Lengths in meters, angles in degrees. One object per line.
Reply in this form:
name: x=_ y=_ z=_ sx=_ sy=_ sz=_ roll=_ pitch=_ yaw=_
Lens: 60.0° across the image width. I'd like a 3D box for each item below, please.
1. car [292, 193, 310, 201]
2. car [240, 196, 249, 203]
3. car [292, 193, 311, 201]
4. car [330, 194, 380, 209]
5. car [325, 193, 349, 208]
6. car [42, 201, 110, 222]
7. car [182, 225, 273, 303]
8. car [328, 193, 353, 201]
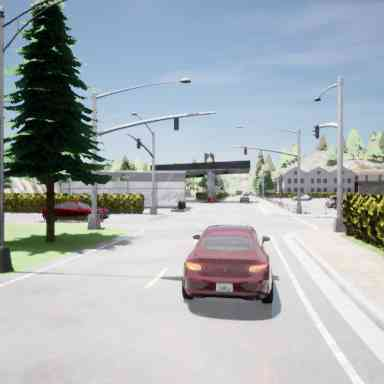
car: x=24.846 y=1.353 z=75.796 sx=3.806 sy=1.475 sz=1.970 roll=0 pitch=0 yaw=9
car: x=10.767 y=1.482 z=67.829 sx=2.128 sy=1.511 sz=4.902 roll=0 pitch=0 yaw=10
car: x=25.974 y=1.068 z=78.982 sx=3.866 sy=1.878 sz=1.905 roll=0 pitch=0 yaw=9
car: x=19.053 y=1.335 z=38.853 sx=4.514 sy=1.523 sz=2.007 roll=0 pitch=0 yaw=9
car: x=19.495 y=1.326 z=41.959 sx=5.027 sy=1.636 sz=2.152 roll=0 pitch=0 yaw=9
car: x=-8.693 y=1.475 z=25.017 sx=5.008 sy=1.535 sz=1.882 roll=0 pitch=0 yaw=9
car: x=0.932 y=1.525 z=8.159 sx=1.812 sy=1.442 sz=4.674 roll=0 pitch=0 yaw=9
car: x=33.225 y=1.089 z=74.496 sx=4.605 sy=1.855 sz=1.932 roll=0 pitch=0 yaw=9
